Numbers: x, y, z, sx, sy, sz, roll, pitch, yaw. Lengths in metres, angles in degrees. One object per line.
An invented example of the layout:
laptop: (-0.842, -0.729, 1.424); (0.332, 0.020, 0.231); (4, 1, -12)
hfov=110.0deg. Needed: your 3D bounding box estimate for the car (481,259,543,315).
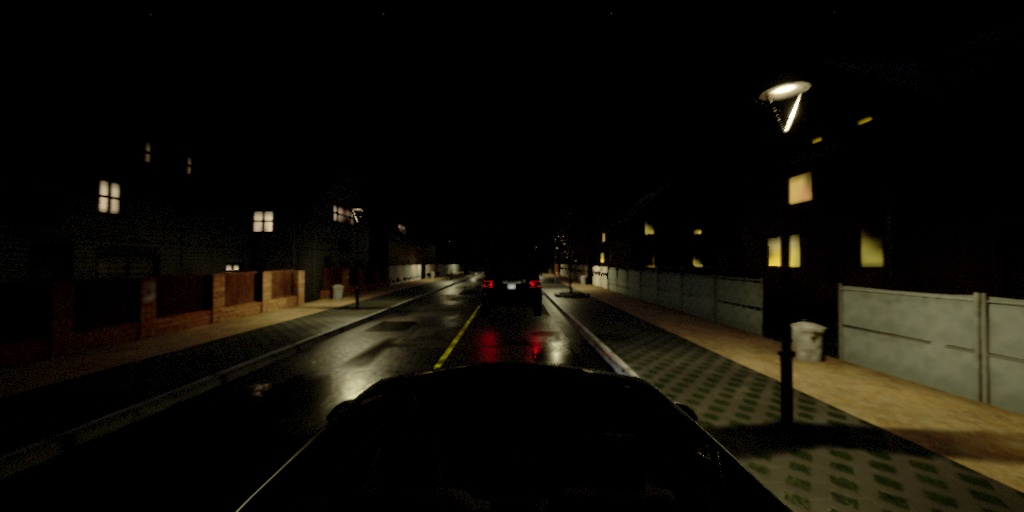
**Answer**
car: (0.002, 1.119, 14.460); (2.150, 2.045, 5.566); (0, 0, 0)
